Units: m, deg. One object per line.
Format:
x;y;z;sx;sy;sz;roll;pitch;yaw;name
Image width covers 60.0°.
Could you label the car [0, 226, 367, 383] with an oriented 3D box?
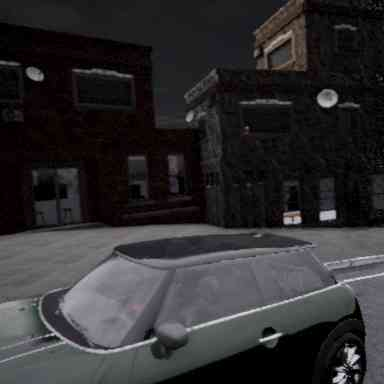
-0.294;1.327;3.458;4.553;1.767;2.097;0;1;-32;car
